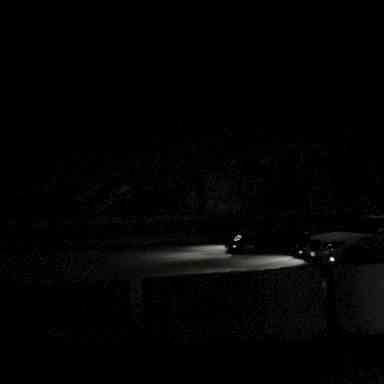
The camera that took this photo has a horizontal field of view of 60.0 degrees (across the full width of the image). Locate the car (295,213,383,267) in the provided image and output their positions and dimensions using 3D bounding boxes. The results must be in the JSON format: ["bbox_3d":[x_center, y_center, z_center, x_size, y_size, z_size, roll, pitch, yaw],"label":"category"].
[{"bbox_3d":[7.120,1.808,12.400,5.566,2.045,2.150,-2,-4,-6],"label":"car"}]

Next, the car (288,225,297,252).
[{"bbox_3d":[7.741,2.352,15.929,5.357,1.411,2.033,-2,-4,-6],"label":"car"}]

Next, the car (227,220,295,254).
[{"bbox_3d":[4.301,2.515,19.175,4.553,1.767,2.097,-2,-4,-5],"label":"car"}]

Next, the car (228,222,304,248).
[{"bbox_3d":[4.961,2.904,22.689,4.674,1.442,1.812,-2,-4,-6],"label":"car"}]
